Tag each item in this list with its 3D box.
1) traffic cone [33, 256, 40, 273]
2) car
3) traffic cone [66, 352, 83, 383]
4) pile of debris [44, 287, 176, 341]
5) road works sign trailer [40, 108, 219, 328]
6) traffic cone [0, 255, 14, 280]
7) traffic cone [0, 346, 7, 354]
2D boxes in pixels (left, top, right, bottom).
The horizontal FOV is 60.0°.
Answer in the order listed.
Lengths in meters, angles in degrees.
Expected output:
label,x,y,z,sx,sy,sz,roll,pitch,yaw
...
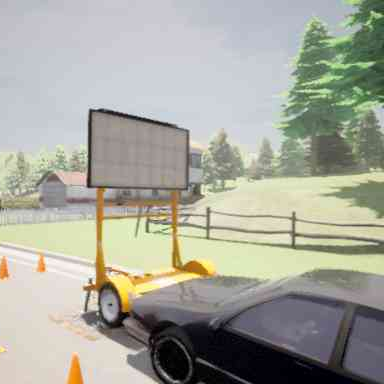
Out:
label,x,y,z,sx,sy,sz,roll,pitch,yaw
traffic cone,-4.262,1.948,9.419,0.340,0.580,0.340,1,0,36
car,1.604,1.589,3.430,5.357,1.411,2.033,4,3,40
traffic cone,-1.214,1.961,3.444,0.340,0.580,0.340,1,0,36
pile of debris,-1.479,2.182,6.198,1.500,0.140,1.860,0,-1,40
road works sign trailer,-1.096,0.342,6.528,2.880,3.560,2.380,1,0,43
traffic cone,-4.855,1.936,8.615,0.340,0.580,0.340,1,0,36
traffic cone,-2.824,1.944,4.631,0.340,0.580,0.340,1,0,36
